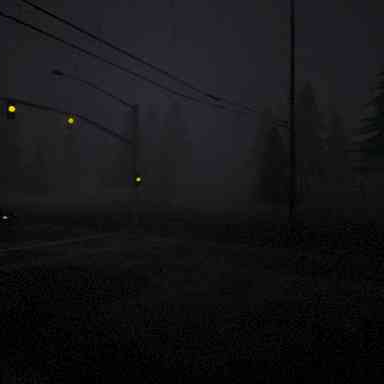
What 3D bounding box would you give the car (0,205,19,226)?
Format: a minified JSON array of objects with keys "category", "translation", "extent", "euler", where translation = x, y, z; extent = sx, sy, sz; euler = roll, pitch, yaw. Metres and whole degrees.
[{"category":"car","translation":[-13.386,1.577,22.133],"extent":[4.181,1.385,1.994],"euler":[0,0,36]}]
